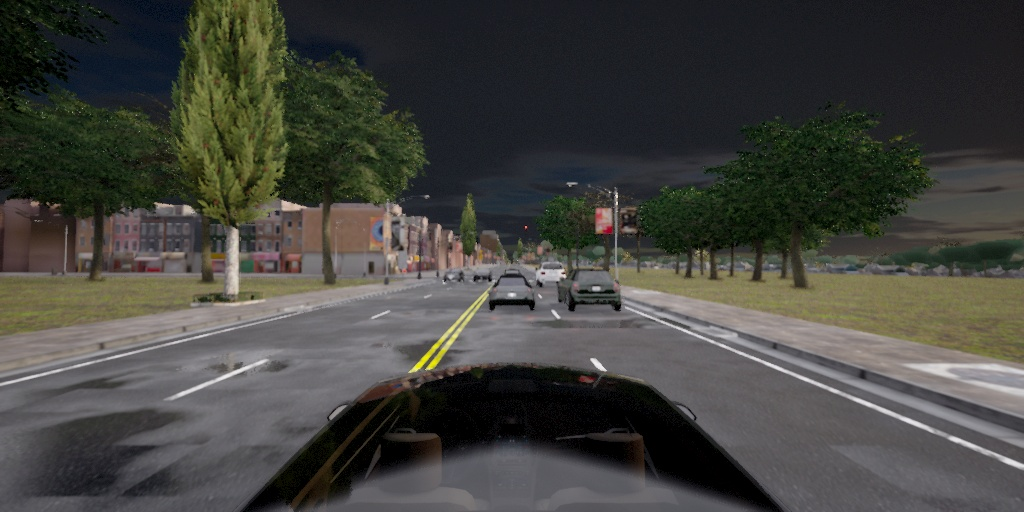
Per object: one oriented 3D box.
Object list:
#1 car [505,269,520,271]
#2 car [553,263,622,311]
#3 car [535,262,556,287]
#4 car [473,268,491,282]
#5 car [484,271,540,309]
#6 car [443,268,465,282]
[{"bbox_3d":[0.019,1.892,31.170,1.837,1.490,4.892,0,-1,0],"label":"car"},{"bbox_3d":[3.259,1.327,15.938,2.097,1.767,4.553,0,-1,0],"label":"car"},{"bbox_3d":[3.266,1.593,30.894,2.150,2.045,5.566,0,-2,0],"label":"car"},{"bbox_3d":[-3.236,2.138,40.329,1.882,1.535,5.008,0,-2,0],"label":"car"},{"bbox_3d":[0.010,1.547,16.192,1.994,1.385,4.181,0,-1,0],"label":"car"},{"bbox_3d":[-6.484,2.159,40.520,2.128,1.511,4.902,0,-2,0],"label":"car"}]
